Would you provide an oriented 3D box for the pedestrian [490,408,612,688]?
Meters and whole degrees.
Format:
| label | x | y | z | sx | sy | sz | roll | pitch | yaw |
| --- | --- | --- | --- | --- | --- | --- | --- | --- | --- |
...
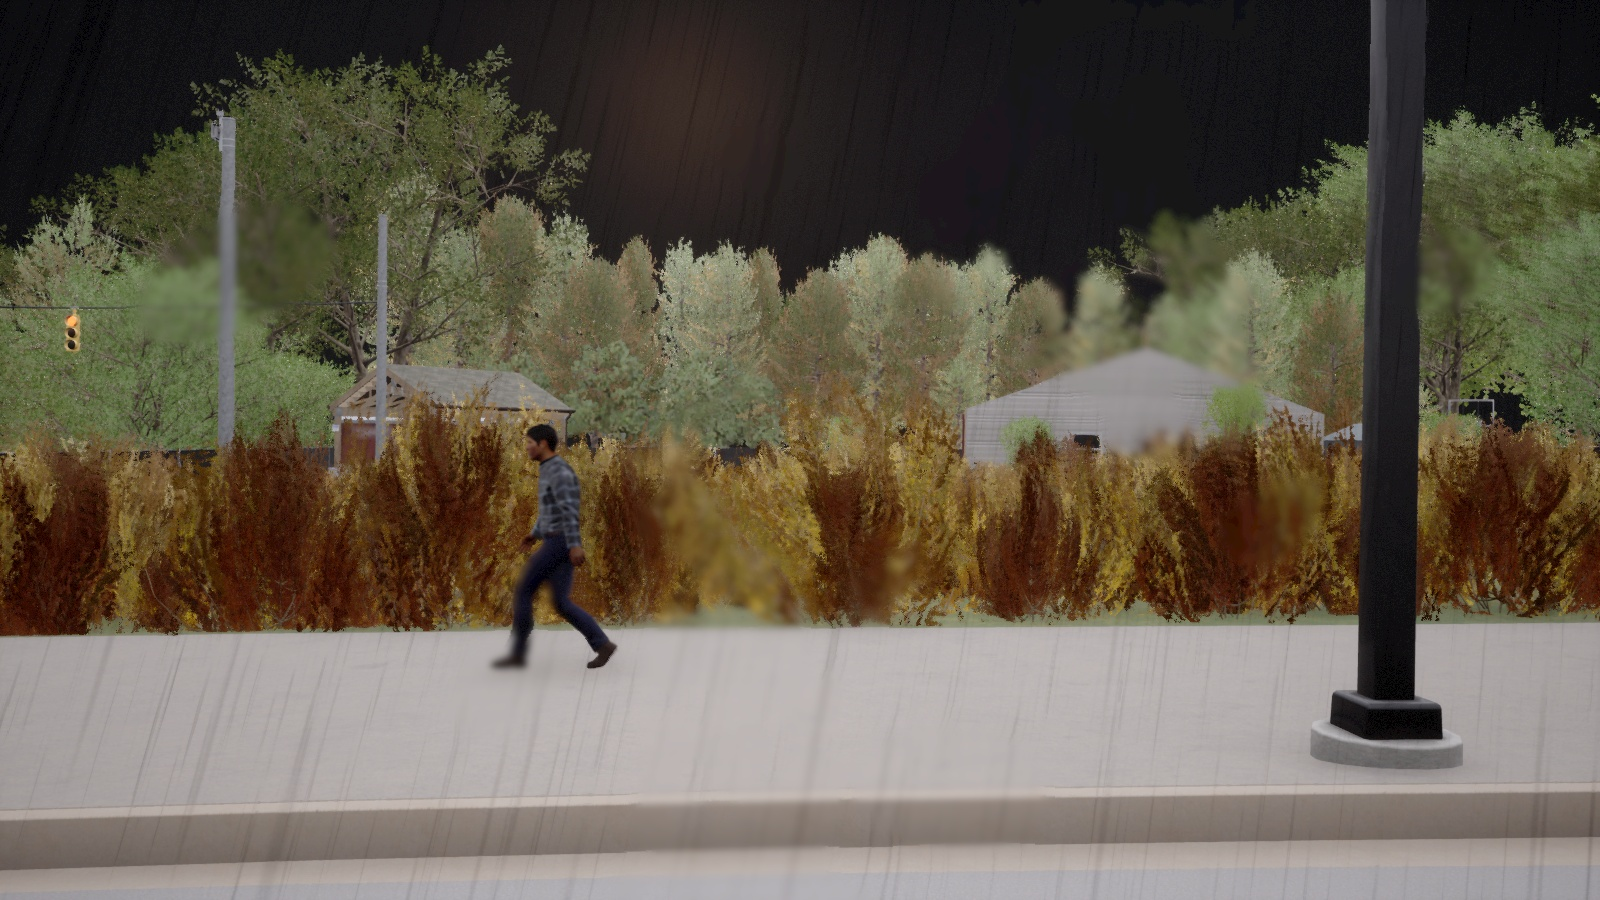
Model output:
| label | x | y | z | sx | sy | sz | roll | pitch | yaw |
| --- | --- | --- | --- | --- | --- | --- | --- | --- | --- |
| pedestrian | -1.772 | 0.681 | 8.991 | 0.788 | 1.949 | 0.423 | -1 | 1 | -3 |
